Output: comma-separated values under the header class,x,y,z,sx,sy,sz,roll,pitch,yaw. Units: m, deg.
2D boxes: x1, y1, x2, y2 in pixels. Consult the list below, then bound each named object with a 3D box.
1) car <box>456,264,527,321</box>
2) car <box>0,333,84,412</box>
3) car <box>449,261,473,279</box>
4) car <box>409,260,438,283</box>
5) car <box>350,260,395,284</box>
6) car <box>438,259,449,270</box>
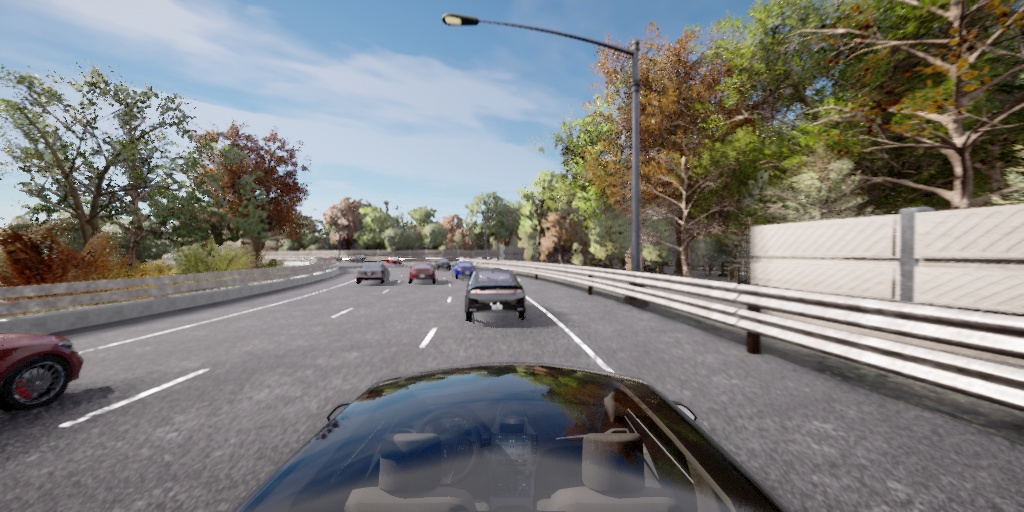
class,x,y,z,sx,sy,sz,roll,pitch,yaw
car,-0.653,1.190,12.313,2.128,1.511,4.902,0,0,-6
car,-7.052,1.292,3.131,1.812,1.442,4.674,0,0,-1
car,-4.063,1.143,30.387,1.812,1.442,4.674,0,0,-14
car,-6.590,1.171,26.508,1.812,1.442,4.674,0,0,-13
car,-10.032,1.207,26.112,2.033,1.411,5.357,0,0,-14
car,-8.974,1.077,46.608,1.812,1.442,4.674,0,0,-18
